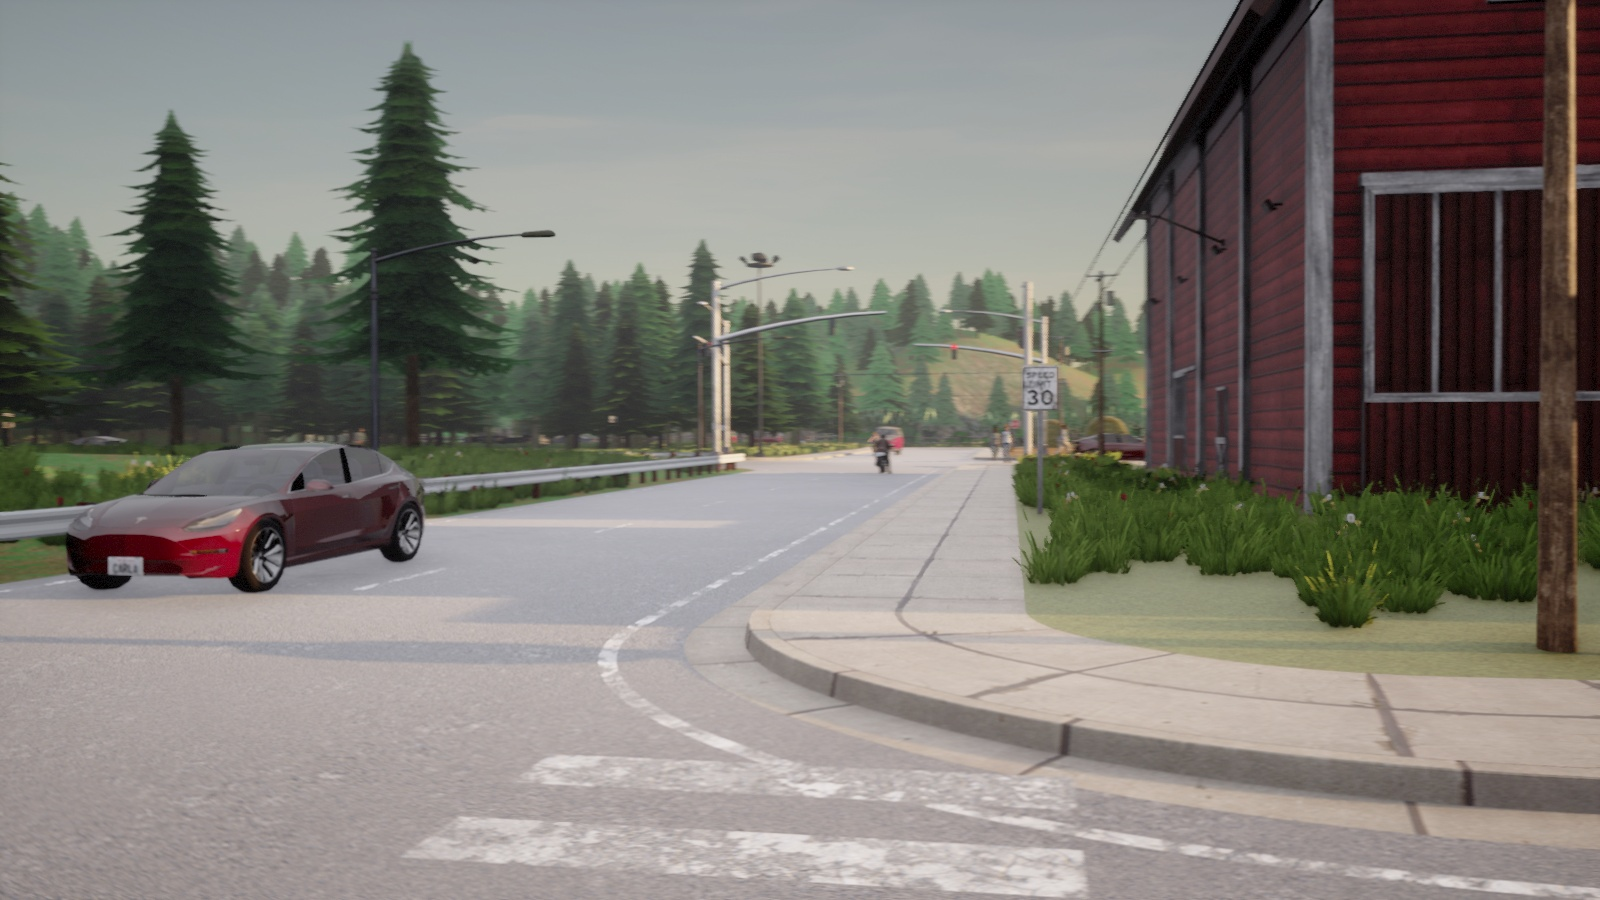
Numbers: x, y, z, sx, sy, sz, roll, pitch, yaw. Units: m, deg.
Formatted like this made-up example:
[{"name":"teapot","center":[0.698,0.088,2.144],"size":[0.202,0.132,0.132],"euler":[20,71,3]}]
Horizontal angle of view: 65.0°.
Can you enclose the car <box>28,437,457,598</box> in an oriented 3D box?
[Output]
[{"name":"car","center":[-5.987,0.604,14.326],"size":[2.163,1.488,4.792],"euler":[0,1,10]}]

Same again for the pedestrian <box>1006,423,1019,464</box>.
[{"name":"pedestrian","center":[9.541,-0.280,56.390],"size":[0.354,1.836,0.706],"euler":[1,1,27]}]

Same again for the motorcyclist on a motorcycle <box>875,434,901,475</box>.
[{"name":"motorcyclist on a motorcycle","center":[3.365,0.163,47.969],"size":[0.797,1.523,2.044],"euler":[0,1,10]}]

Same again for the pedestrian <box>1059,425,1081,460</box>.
[{"name":"pedestrian","center":[14.463,-0.402,67.306],"size":[0.900,1.855,0.874],"euler":[0,1,-7]}]

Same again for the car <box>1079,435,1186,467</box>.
[{"name":"car","center":[15.957,0.036,60.497],"size":[4.792,1.488,2.163],"euler":[0,1,9]}]

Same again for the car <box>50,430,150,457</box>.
[{"name":"car","center":[-40.720,-0.385,73.066],"size":[4.792,1.488,2.163],"euler":[0,1,11]}]

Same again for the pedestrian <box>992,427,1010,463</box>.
[{"name":"pedestrian","center":[10.513,-0.258,65.766],"size":[0.874,1.855,0.900],"euler":[0,1,6]}]

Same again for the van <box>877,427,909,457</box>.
[{"name":"van","center":[6.464,-0.585,86.529],"size":[1.775,1.987,4.442],"euler":[0,1,10]}]
